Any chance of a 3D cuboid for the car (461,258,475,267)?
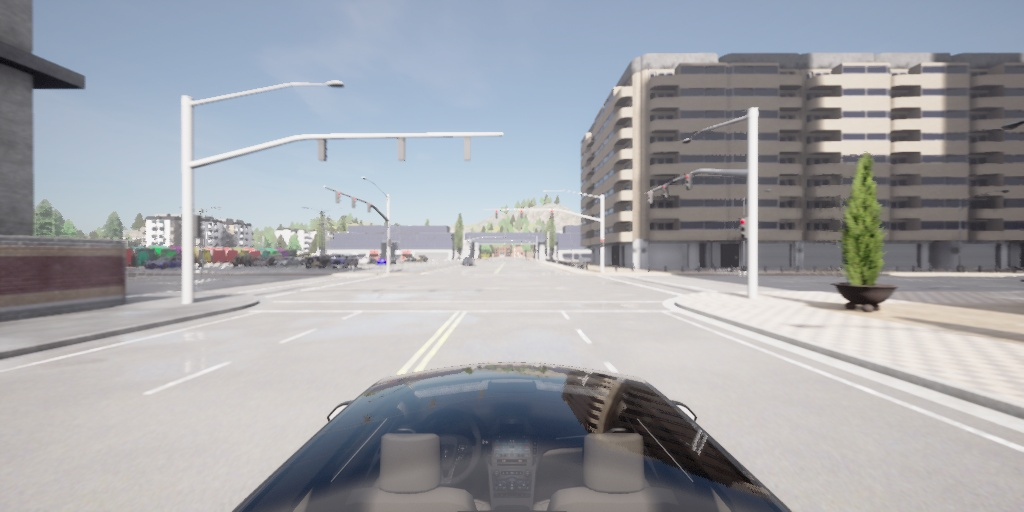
[{"bbox_3d":[-6.993,1.043,57.485,1.837,1.490,4.892,0,2,0],"label":"car"}]
